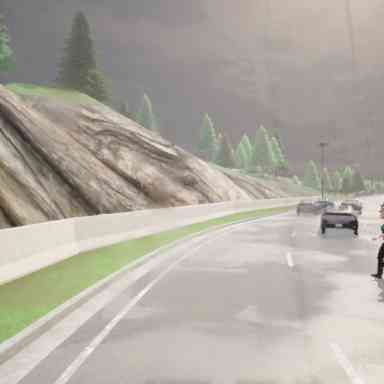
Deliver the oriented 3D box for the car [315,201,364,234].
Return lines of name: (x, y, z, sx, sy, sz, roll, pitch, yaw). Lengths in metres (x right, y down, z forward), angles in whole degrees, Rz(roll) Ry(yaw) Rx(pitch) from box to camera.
car: (8.564, 1.491, 19.322, 2.128, 1.511, 4.902, 0, 0, 24)

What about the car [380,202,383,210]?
car: (19.093, 1.601, 31.815, 1.895, 1.301, 4.718, 0, 0, 29)

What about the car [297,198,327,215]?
car: (11.645, 1.491, 32.830, 2.128, 1.511, 4.902, 0, 0, 29)

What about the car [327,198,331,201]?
car: (16.616, 1.492, 41.737, 2.128, 1.511, 4.902, 0, 0, 29)

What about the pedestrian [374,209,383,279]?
pedestrian: (4.929, 1.294, 8.395, 0.375, 1.860, 0.375, 0, 0, 12)
